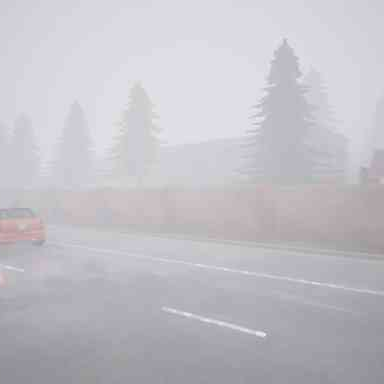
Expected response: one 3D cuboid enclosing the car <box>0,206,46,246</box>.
[{"bbox_3d":[-8.244,1.363,14.049,4.553,1.767,2.097,0,0,36],"label":"car"}]
